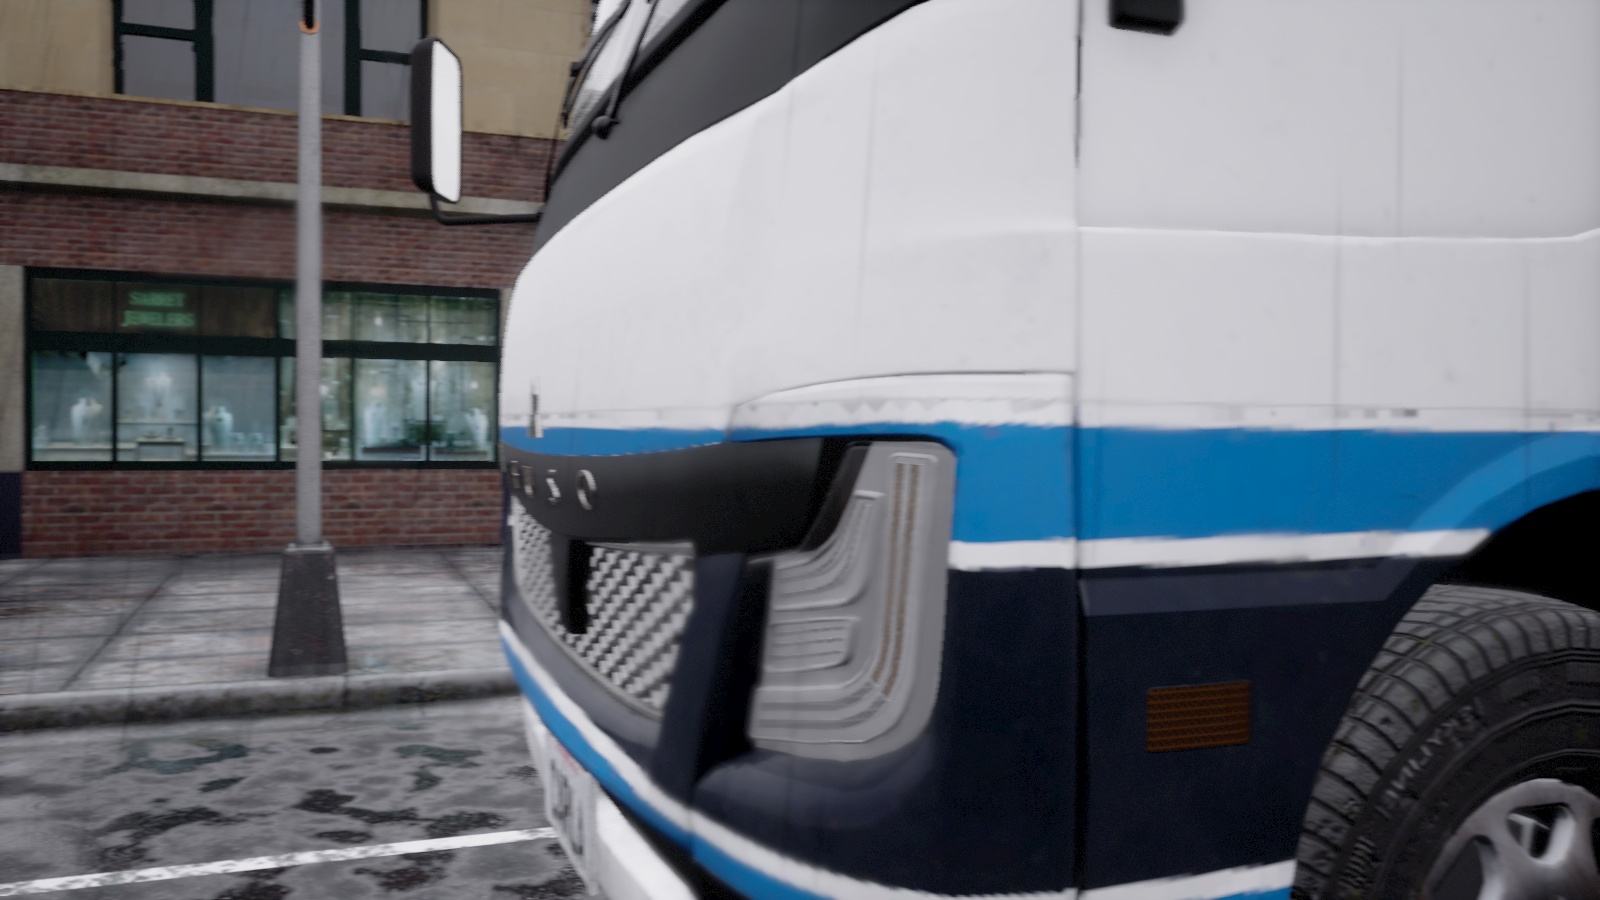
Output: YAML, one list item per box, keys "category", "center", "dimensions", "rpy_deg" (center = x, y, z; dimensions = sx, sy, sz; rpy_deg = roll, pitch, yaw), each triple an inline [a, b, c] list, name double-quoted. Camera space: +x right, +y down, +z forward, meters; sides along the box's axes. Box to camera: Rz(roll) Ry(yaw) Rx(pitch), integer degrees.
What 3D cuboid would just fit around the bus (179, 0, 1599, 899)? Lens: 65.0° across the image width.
- category: "bus"
  center: [3.633, -0.705, 4.602]
  dimensions: [10.273, 4.253, 3.944]
  rpy_deg: [-1, 1, -21]
